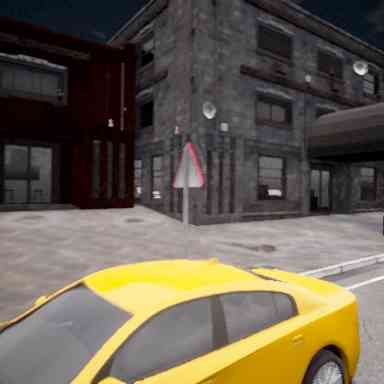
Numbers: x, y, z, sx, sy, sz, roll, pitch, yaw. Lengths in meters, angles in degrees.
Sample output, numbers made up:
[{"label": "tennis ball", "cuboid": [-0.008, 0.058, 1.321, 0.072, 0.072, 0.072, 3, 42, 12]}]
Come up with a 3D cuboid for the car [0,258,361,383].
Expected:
[{"label": "car", "cuboid": [-0.444, 1.473, 3.060, 5.008, 1.535, 1.882, 0, 0, -36]}]
